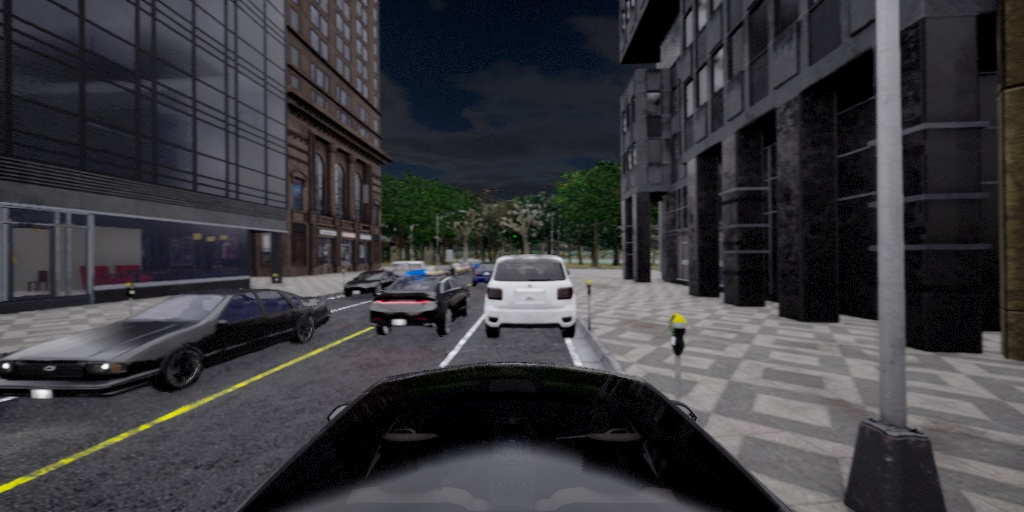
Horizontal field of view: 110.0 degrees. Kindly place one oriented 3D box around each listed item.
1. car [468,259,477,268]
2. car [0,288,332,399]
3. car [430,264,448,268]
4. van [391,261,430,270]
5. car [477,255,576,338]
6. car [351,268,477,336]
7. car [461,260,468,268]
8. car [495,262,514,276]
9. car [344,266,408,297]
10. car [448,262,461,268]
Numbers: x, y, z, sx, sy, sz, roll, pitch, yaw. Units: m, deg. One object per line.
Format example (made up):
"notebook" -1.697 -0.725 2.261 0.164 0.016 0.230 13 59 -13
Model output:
"car" -1.571 1.223 26.308 2.097 1.767 4.553 -1 0 3
"car" -5.857 1.381 7.234 2.033 1.411 5.357 -1 0 3
"car" -7.164 1.475 31.032 1.751 1.417 4.829 0 0 3
"van" -7.463 1.270 25.773 1.690 1.789 3.998 0 0 3
"car" 0.535 1.001 10.405 2.150 2.045 5.566 -1 0 3
"car" -2.458 1.305 10.660 2.128 1.511 4.902 -1 0 3
"car" -6.546 1.518 41.889 1.751 1.417 4.829 0 0 3
"car" -0.815 1.455 41.265 1.812 1.442 4.674 -1 0 3
"car" -7.772 1.475 20.344 1.948 1.339 4.313 0 0 3
"car" -6.845 1.537 36.630 1.948 1.339 4.313 0 0 3
